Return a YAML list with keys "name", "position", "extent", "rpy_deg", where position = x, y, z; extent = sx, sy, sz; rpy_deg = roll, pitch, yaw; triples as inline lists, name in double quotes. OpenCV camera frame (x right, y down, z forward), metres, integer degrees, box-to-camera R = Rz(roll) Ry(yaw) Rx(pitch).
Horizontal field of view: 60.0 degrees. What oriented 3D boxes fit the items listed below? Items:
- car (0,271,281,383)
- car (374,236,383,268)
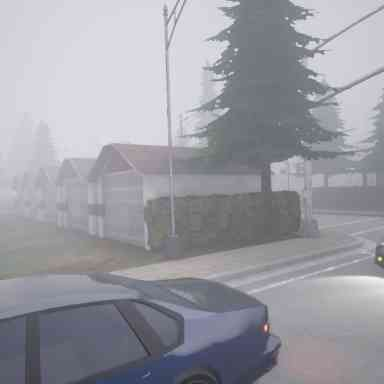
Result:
- name: "car"
  position: [-1.609, 1.539, 2.824]
  extent: [5.357, 1.411, 2.033]
  rpy_deg: [-2, 1, -34]
- name: "car"
  position: [6.459, 1.224, 8.505]
  extent: [4.181, 1.385, 1.994]
  rpy_deg: [-1, 0, -37]
